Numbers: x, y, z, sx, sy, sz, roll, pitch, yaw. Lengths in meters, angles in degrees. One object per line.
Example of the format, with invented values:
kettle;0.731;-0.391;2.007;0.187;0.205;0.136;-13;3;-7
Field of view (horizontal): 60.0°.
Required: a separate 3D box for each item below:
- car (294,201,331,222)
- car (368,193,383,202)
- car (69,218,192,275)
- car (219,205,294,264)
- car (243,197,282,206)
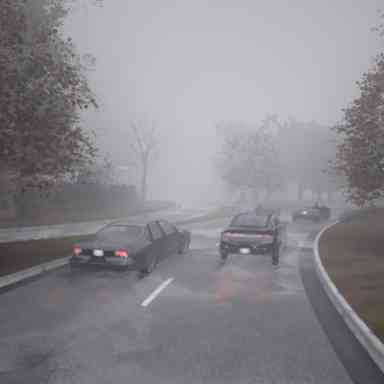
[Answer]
car;8.948;1.388;24.756;1.994;1.385;4.181;0;1;34
car;37.622;1.123;69.583;2.150;2.045;5.566;0;0;-26
car;-1.581;1.528;10.552;2.033;1.411;5.357;0;0;17
car;2.321;1.468;11.888;2.128;1.511;4.902;0;0;19
car;4.853;1.396;24.536;2.033;1.411;5.357;0;1;34
